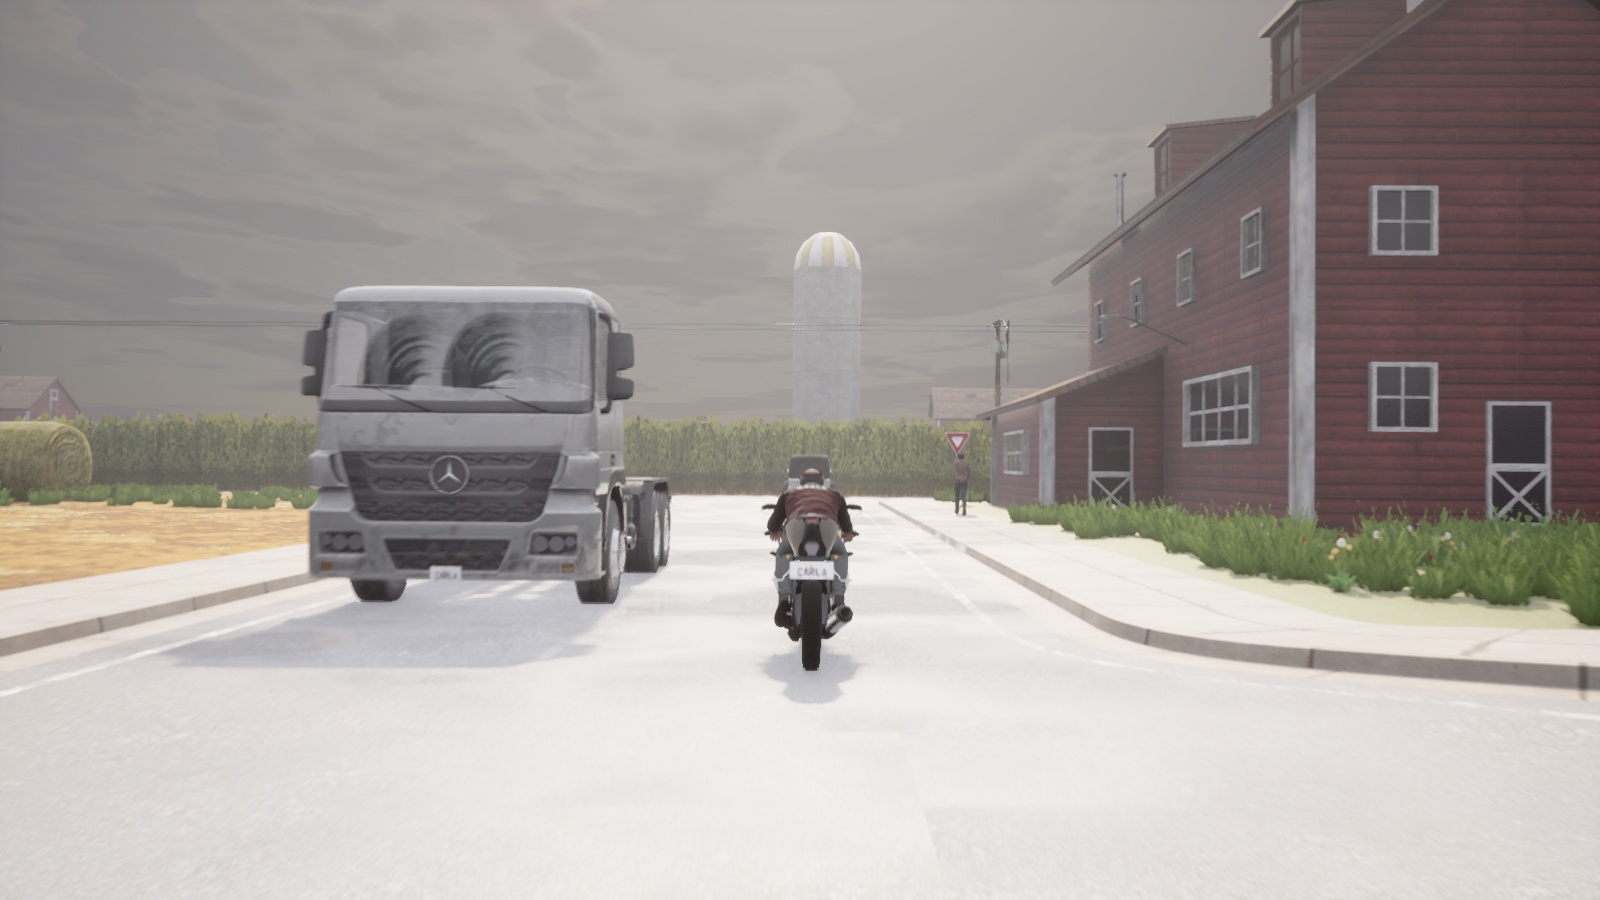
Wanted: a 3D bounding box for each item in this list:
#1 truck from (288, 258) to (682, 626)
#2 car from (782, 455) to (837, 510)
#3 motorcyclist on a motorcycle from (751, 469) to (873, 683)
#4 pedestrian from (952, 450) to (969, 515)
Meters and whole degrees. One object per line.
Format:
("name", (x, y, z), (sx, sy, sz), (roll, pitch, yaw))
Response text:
("truck", (-3.357, -0.035, 15.866), (2.891, 3.462, 7.936), (1, -1, 0))
("car", (0.336, 1.134, 45.311), (1.905, 1.878, 3.866), (1, -1, 0))
("motorcyclist on a motorcycle", (0.093, 0.932, 10.111), (0.866, 1.530, 2.191), (0, -2, 0))
("pedestrian", (4.495, 0.915, 35.254), (0.328, 1.805, 0.869), (1, -1, -2))
